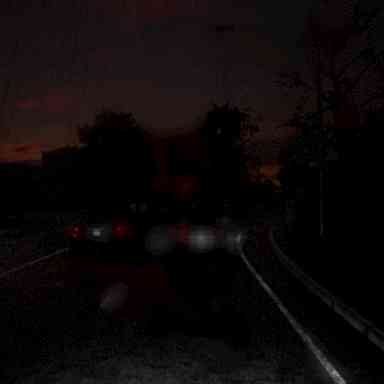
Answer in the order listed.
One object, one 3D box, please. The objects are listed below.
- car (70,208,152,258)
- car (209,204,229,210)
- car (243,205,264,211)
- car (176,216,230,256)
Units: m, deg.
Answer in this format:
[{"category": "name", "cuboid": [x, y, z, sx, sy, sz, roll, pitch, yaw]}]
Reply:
[{"category": "car", "cuboid": [-3.016, 1.438, 13.304, 2.097, 1.767, 4.553, 0, -1, 5]}, {"category": "car", "cuboid": [5.754, 3.455, 73.999, 4.902, 1.511, 2.128, -1, -2, 24]}, {"category": "car", "cuboid": [13.321, 3.337, 72.530, 5.008, 1.535, 1.882, -2, -3, 45]}, {"category": "car", "cuboid": [0.521, 1.654, 13.603, 1.994, 1.385, 4.181, 0, -1, 5]}]
